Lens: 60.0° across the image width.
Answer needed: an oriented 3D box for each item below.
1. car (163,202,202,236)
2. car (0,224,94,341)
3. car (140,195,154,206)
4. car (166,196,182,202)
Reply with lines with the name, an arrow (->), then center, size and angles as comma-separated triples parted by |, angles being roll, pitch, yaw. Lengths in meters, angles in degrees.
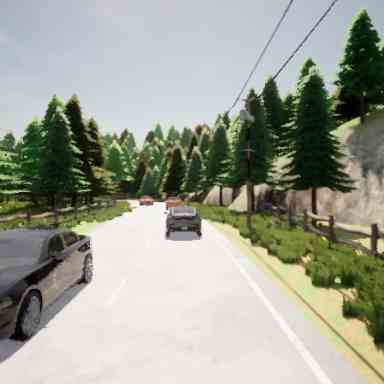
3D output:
car -> -0.516, 1.508, 18.525 | 1.837, 1.490, 4.892 | 0, 0, -3
car -> -3.426, 1.486, 6.706 | 1.882, 1.535, 5.008 | 0, 0, -1
car -> -7.607, 1.374, 55.589 | 2.097, 1.767, 4.553 | 0, 0, -12
car -> -2.419, 1.362, 43.891 | 2.097, 1.767, 4.553 | 0, 0, -6
